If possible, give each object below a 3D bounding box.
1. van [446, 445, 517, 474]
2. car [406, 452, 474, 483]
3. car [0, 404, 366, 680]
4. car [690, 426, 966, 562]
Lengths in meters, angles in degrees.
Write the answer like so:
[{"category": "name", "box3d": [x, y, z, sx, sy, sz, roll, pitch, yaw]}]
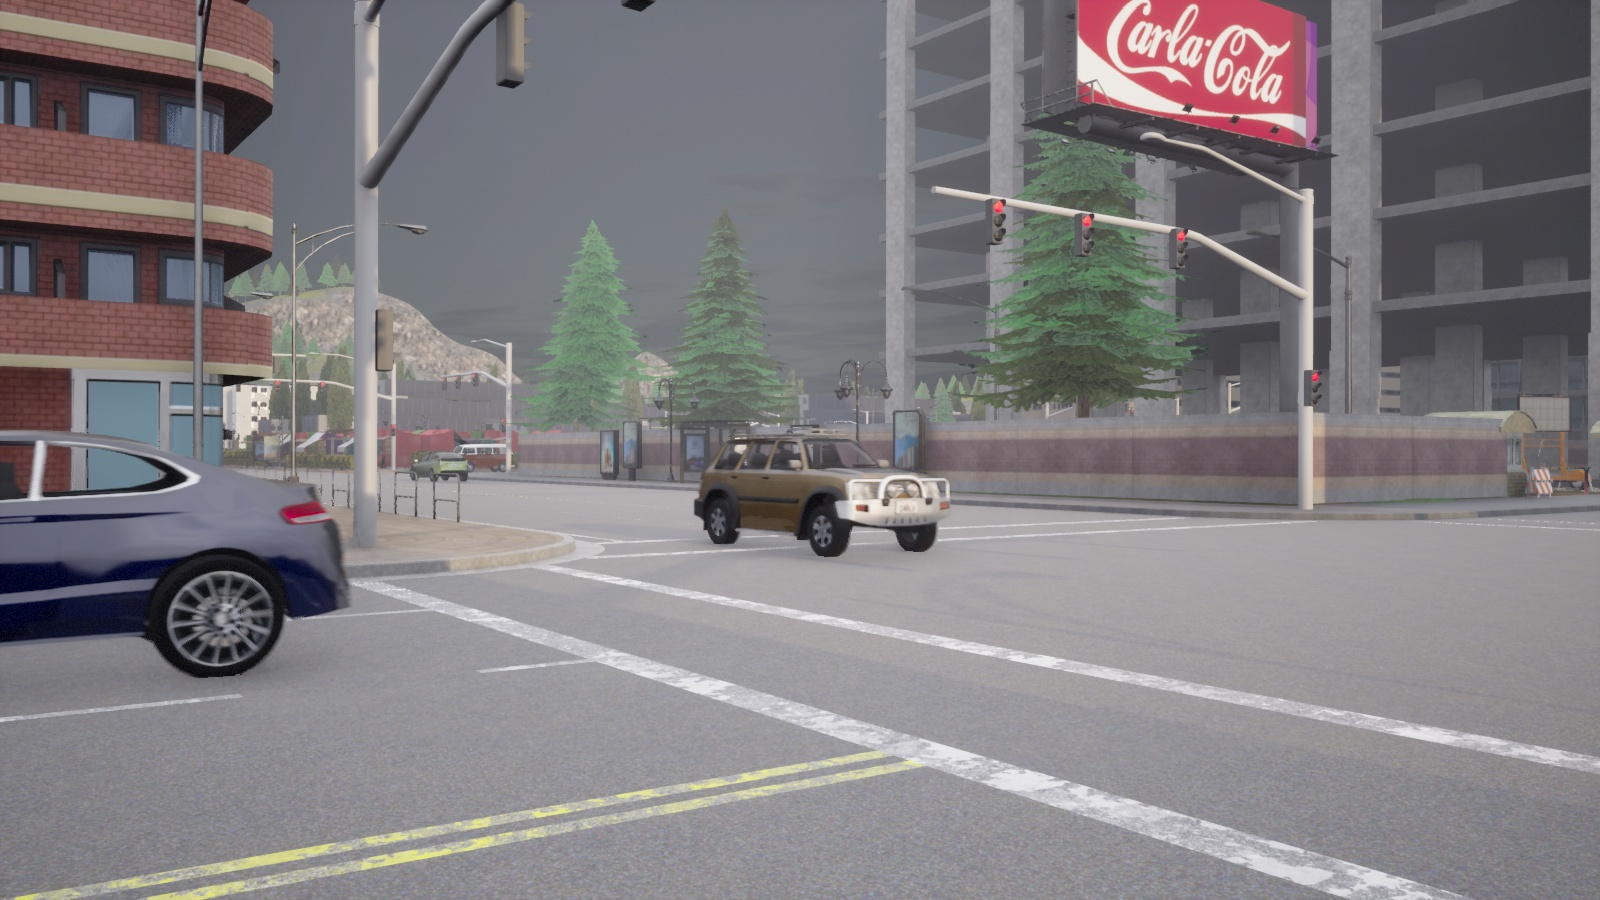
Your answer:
[{"category": "van", "box3d": [-22.778, 0.681, 89.898, 4.480, 2.038, 2.069, 0, 0, -35]}, {"category": "car", "box3d": [-18.486, 0.888, 64.403, 2.007, 1.525, 4.514, 0, 0, -35]}, {"category": "car", "box3d": [-5.711, 0.556, 8.214, 5.027, 1.651, 2.152, 0, 0, -35]}, {"category": "car", "box3d": [0.285, 0.609, 19.518, 1.932, 1.855, 4.605, 0, 0, -35]}]
